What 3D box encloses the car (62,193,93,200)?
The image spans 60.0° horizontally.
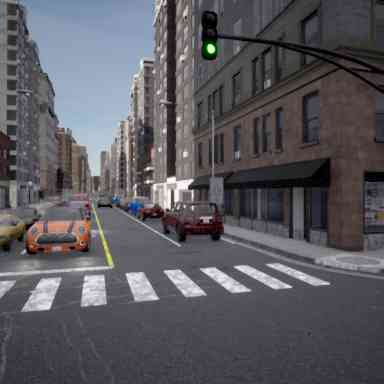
[{"bbox_3d":[-10.818,1.240,31.820,2.150,2.045,5.566,0,0,-16],"label":"car"}]

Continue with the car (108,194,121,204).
[{"bbox_3d":[-15.221,1.326,65.249,2.192,1.841,5.009,0,0,-17],"label":"car"}]

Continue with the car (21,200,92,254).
[{"bbox_3d":[-5.254,1.372,13.629,2.097,1.767,4.553,0,0,-16],"label":"car"}]

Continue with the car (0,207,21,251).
[{"bbox_3d":[-8.196,1.543,13.968,1.752,1.417,4.829,0,0,-17],"label":"car"}]

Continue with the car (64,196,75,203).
[{"bbox_3d":[-25.047,1.585,68.127,1.802,1.307,4.206,0,0,-17],"label":"car"}]

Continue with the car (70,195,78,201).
[{"bbox_3d":[-31.767,1.487,89.721,1.967,1.590,4.097,0,0,-17],"label":"car"}]

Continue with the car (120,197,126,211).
[{"bbox_3d":[-6.819,1.605,38.242,1.802,1.307,4.206,0,0,-17],"label":"car"}]

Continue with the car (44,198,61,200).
[{"bbox_3d":[-13.236,1.542,30.167,1.752,1.417,4.829,0,0,-17],"label":"car"}]

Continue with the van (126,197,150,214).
[{"bbox_3d":[-5.138,1.365,32.841,1.690,1.788,3.998,0,0,-17],"label":"van"}]

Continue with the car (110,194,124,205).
[{"bbox_3d":[-13.540,1.329,59.847,2.192,1.841,5.009,0,0,-17],"label":"car"}]

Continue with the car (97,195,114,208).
[{"bbox_3d":[-13.077,1.580,49.708,1.994,1.385,4.181,0,0,-17],"label":"car"}]

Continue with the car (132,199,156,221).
[{"bbox_3d":[-3.458,1.570,27.439,1.887,1.381,4.507,0,0,-17],"label":"car"}]

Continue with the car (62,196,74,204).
[{"bbox_3d":[-23.366,1.547,62.728,1.887,1.381,4.507,0,0,-17],"label":"car"}]

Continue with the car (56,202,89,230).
[{"bbox_3d":[-7.919,1.525,22.399,1.837,1.490,4.892,0,0,-17],"label":"car"}]

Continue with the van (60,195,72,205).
[{"bbox_3d":[-21.685,1.347,57.328,1.690,1.788,3.998,0,0,-17],"label":"van"}]

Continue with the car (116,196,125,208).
[{"bbox_3d":[-8.550,1.546,43.806,1.752,1.417,4.829,0,0,-17],"label":"car"}]

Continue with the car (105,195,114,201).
[{"bbox_3d":[-20.264,1.470,81.447,1.967,1.590,4.097,0,0,-17],"label":"car"}]

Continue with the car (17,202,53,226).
[{"bbox_3d":[-11.556,1.542,24.767,1.752,1.417,4.829,0,0,-17],"label":"car"}]

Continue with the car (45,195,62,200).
[{"bbox_3d":[-14.966,1.330,35.730,2.192,1.841,5.009,0,0,-17],"label":"car"}]

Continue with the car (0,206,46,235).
[{"bbox_3d":[-9.927,1.583,19.530,1.947,1.339,4.313,0,0,-17],"label":"car"}]

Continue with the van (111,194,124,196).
[{"bbox_3d":[-11.860,1.358,54.445,1.690,1.788,3.998,0,0,-17],"label":"van"}]

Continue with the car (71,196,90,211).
[{"bbox_3d":[-13.698,1.368,41.227,2.097,1.767,4.553,0,0,-17],"label":"car"}]

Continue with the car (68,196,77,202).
[{"bbox_3d":[-28.407,1.604,78.922,1.802,1.307,4.206,0,0,-17],"label":"car"}]

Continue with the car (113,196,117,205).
[{"bbox_3d":[-10.180,1.601,49.045,1.802,1.307,4.206,0,0,-17],"label":"car"}]

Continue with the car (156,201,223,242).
[{"bbox_3d":[-0.097,1.340,16.637,2.192,1.841,5.009,0,0,-17],"label":"car"}]

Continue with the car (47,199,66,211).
[{"bbox_3d":[-16.646,1.595,41.129,1.802,1.307,4.206,0,0,-17],"label":"car"}]
